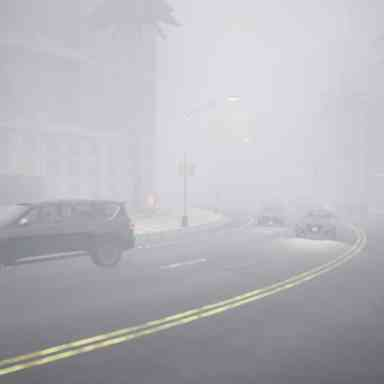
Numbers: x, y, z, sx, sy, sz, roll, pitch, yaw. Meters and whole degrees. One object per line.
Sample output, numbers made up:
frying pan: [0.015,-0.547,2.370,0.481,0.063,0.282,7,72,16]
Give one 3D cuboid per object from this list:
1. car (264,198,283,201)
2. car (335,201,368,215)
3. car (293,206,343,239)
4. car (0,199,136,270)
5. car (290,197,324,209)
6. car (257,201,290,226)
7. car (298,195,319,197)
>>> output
car: [11.700,1.613,48.375,2.097,1.767,4.553,0,0,-17]
car: [17.466,1.735,36.841,2.128,1.511,4.902,0,0,-3]
car: [6.941,1.675,18.179,1.994,1.385,4.181,0,0,27]
car: [-4.342,1.238,9.787,5.566,2.045,2.150,0,0,-40]
car: [13.735,1.712,39.408,1.882,1.535,5.008,0,0,-6]
car: [6.034,1.681,24.797,2.033,1.411,5.357,0,0,17]
car: [15.907,1.499,46.938,2.150,2.045,5.566,0,0,-15]
